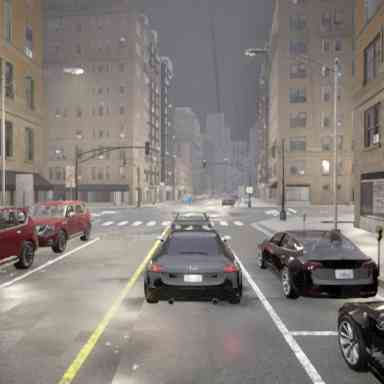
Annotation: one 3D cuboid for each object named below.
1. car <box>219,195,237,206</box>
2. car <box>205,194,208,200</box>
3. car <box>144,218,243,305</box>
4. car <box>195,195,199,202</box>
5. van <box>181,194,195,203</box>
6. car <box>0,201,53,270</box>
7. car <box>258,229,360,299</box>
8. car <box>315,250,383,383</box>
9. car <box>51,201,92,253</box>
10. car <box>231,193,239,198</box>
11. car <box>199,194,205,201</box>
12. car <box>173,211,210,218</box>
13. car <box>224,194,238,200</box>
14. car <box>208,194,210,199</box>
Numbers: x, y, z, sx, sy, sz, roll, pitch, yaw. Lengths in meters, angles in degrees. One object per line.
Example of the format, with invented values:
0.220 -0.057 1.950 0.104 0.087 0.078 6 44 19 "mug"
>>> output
5.663 1.539 52.621 1.947 1.339 4.313 0 0 9 "car"
2.283 1.498 86.518 1.802 1.307 4.206 0 0 9 "car"
0.038 1.566 8.165 1.994 1.385 4.181 0 0 0 "car"
-0.240 1.371 70.222 1.967 1.590 4.097 0 0 9 "car"
-1.082 1.281 64.789 1.690 1.788 3.998 0 0 9 "van"
-5.687 1.317 8.260 2.192 1.841 5.009 -1 0 0 "car"
2.841 1.568 8.282 1.947 1.339 4.313 -1 0 0 "car"
2.851 1.567 2.775 1.947 1.339 4.313 -1 0 0 "car"
-5.696 1.318 13.768 2.192 1.841 5.009 -1 0 0 "car"
10.706 1.244 85.214 2.192 1.841 5.009 0 0 9 "car"
1.416 1.445 80.918 1.752 1.417 4.829 0 0 9 "car"
-0.023 1.604 16.979 1.895 1.301 4.718 0 0 0 "car"
7.345 1.519 63.486 1.947 1.339 4.313 0 0 9 "car"
3.123 1.354 91.951 1.967 1.590 4.097 0 0 9 "car"
